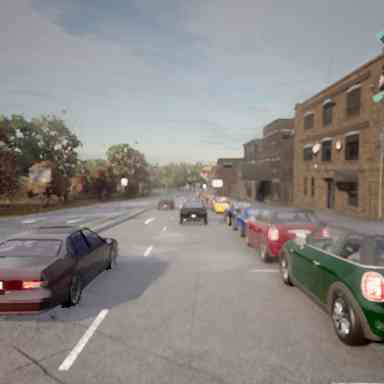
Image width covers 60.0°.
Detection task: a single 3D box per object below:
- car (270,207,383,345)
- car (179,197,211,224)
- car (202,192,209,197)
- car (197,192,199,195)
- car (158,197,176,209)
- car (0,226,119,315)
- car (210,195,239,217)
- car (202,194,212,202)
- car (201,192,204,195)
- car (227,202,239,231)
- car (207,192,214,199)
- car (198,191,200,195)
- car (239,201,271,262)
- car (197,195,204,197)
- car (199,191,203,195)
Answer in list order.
[{"bbox_3d":[3.228,1.331,6.525,2.185,1.767,4.553,0,0,0],"label":"car"},{"bbox_3d":[0.109,1.392,24.125,1.882,1.535,5.008,0,1,0],"label":"car"},{"bbox_3d":[3.239,1.281,56.152,2.231,1.521,4.892,0,0,0],"label":"car"},{"bbox_3d":[3.280,1.158,90.966,2.231,1.521,4.892,0,0,1],"label":"car"},{"bbox_3d":[-3.133,1.359,41.488,1.837,1.490,4.892,0,0,0],"label":"car"},{"bbox_3d":[-3.147,1.520,7.801,2.033,1.411,5.357,0,0,0],"label":"car"},{"bbox_3d":[3.239,1.355,34.242,1.946,1.575,5.366,0,0,0],"label":"car"},{"bbox_3d":[3.232,1.217,73.044,1.946,1.575,5.366,0,0,0],"label":"car"},{"bbox_3d":[3.238,1.262,61.678,2.231,1.521,4.892,0,0,0],"label":"car"},{"bbox_3d":[3.234,1.458,17.479,2.002,1.452,4.674,0,0,0],"label":"car"},{"bbox_3d":[3.244,1.214,39.551,2.185,1.767,4.553,0,0,0],"label":"car"},{"bbox_3d":[3.230,1.076,78.352,2.185,1.767,4.553,0,0,0],"label":"car"},{"bbox_3d":[3.231,1.311,12.050,2.185,1.767,4.553,0,0,0],"label":"car"},{"bbox_3d":[0.118,1.398,42.094,2.033,1.411,5.357,0,0,0],"label":"car"},{"bbox_3d":[3.235,0.989,67.361,2.435,2.045,5.566,0,0,0],"label":"car"}]
